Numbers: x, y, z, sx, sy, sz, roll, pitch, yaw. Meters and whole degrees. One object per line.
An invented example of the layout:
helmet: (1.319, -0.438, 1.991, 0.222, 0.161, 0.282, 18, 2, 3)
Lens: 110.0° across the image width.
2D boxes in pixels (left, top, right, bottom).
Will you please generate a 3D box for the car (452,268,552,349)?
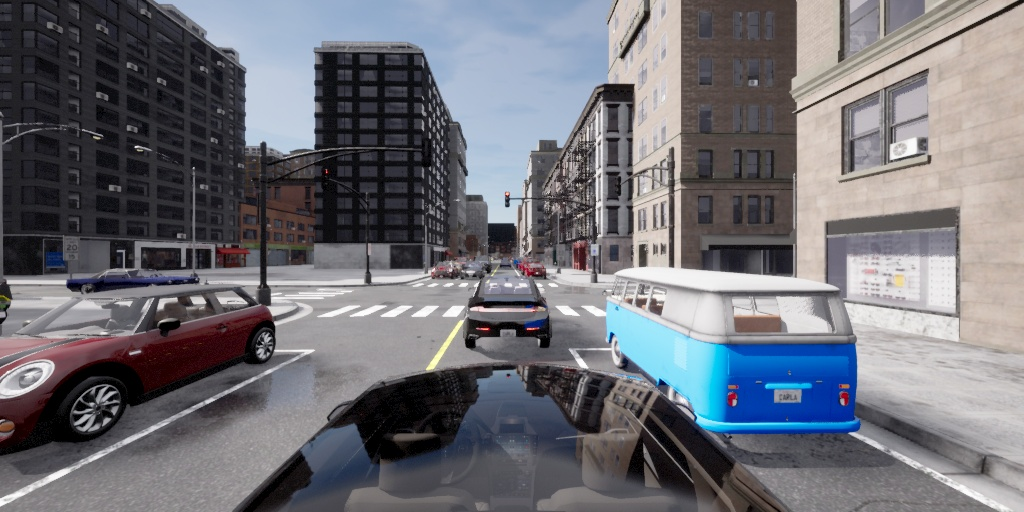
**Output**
car: (-0.126, 1.242, 9.188, 2.128, 1.511, 4.902, 0, 0, -1)

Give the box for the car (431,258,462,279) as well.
car: (-5.947, 1.190, 31.977, 1.967, 1.591, 4.097, 0, 0, -1)

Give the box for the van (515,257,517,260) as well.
van: (1.668, 1.089, 53.764, 1.690, 1.789, 3.998, 0, 0, -1)

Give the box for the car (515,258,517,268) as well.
car: (1.770, 1.294, 48.355, 1.888, 1.381, 4.507, 0, 0, -1)

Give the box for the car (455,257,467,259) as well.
car: (-6.151, 1.065, 42.794, 2.192, 1.841, 5.009, 0, 0, -1)

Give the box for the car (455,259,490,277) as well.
car: (-3.395, 1.242, 31.626, 2.128, 1.511, 4.902, 0, 0, -1)

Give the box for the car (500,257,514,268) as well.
car: (-1.131, 1.309, 62.289, 1.994, 1.385, 4.181, 0, 0, -1)

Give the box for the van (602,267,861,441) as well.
van: (2.584, 1.091, 5.253, 1.690, 1.789, 3.998, 0, 0, -1)

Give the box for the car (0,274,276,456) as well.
car: (-5.439, 1.190, 5.102, 1.967, 1.591, 4.097, 0, 0, -1)

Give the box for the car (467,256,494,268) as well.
car: (-3.586, 0.972, 41.788, 2.150, 2.045, 5.566, 0, 0, 0)

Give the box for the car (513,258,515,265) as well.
car: (1.566, 1.312, 59.172, 1.948, 1.339, 4.313, 0, 0, -1)

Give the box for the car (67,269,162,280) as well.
car: (-17.814, 1.263, 17.102, 4.718, 1.301, 1.895, 0, 0, -1)

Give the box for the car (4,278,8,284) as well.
car: (-27.472, 1.155, 16.915, 5.357, 1.411, 2.033, 0, 0, -1)

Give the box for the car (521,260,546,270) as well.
car: (2.077, 1.295, 32.129, 1.888, 1.381, 4.507, 0, 0, -1)

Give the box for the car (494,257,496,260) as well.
car: (-3.782, 1.296, 52.190, 2.033, 1.411, 5.357, 0, 0, -1)

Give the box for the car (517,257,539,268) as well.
car: (1.975, 1.065, 37.537, 2.192, 1.841, 5.009, 0, 0, -1)
